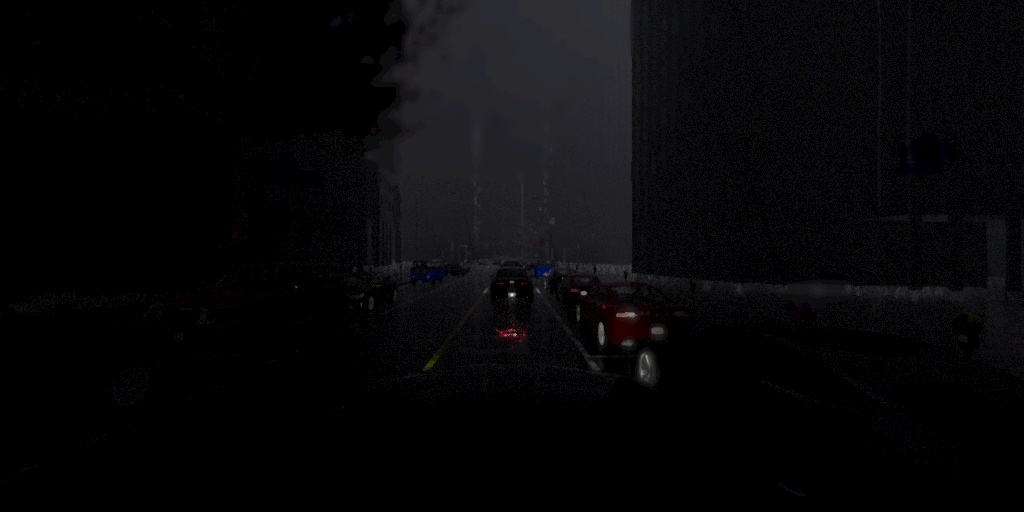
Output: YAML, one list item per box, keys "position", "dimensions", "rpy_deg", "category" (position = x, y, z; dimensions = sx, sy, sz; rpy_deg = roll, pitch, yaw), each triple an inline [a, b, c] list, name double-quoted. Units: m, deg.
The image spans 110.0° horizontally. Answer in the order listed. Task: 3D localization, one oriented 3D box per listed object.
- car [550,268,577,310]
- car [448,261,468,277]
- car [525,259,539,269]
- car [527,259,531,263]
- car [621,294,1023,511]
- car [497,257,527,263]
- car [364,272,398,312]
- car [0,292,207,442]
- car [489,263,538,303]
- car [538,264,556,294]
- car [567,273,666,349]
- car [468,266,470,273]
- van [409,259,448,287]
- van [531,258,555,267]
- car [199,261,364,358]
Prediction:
- position: [2.763, 1.332, 14.414]
  dimensions: [1.802, 1.307, 4.207]
  rpy_deg: [0, 0, 0]
  category: "car"
- position: [-5.762, 1.325, 35.090]
  dimensions: [1.948, 1.339, 4.313]
  rpy_deg: [0, 0, 0]
  category: "car"
- position: [3.140, 1.253, 57.166]
  dimensions: [1.882, 1.535, 5.008]
  rpy_deg: [0, 0, 0]
  category: "car"
- position: [3.149, 1.296, 50.166]
  dimensions: [1.812, 1.442, 4.674]
  rpy_deg: [0, 0, 0]
  category: "car"
- position: [2.763, 1.314, 3.588]
  dimensions: [1.948, 1.339, 4.313]
  rpy_deg: [0, 0, 0]
  category: "car"
- position: [0.000, 1.125, 31.470]
  dimensions: [2.097, 1.767, 4.553]
  rpy_deg: [0, 0, 0]
  category: "car"
- position: [-5.762, 1.300, 13.935]
  dimensions: [2.007, 1.370, 4.403]
  rpy_deg: [0, 0, 0]
  category: "car"
- position: [-5.762, 1.293, 3.357]
  dimensions: [1.888, 1.381, 4.507]
  rpy_deg: [0, 0, 0]
  category: "car"
- position: [0.000, 1.268, 16.499]
  dimensions: [1.837, 1.490, 4.892]
  rpy_deg: [0, 0, 0]
  category: "car"
- position: [2.763, 1.303, 19.827]
  dimensions: [2.007, 1.370, 4.403]
  rpy_deg: [0, 0, 0]
  category: "car"
- position: [2.763, 1.294, 9.001]
  dimensions: [1.888, 1.381, 4.507]
  rpy_deg: [0, 0, 0]
  category: "car"
- position: [-5.762, 1.288, 40.210]
  dimensions: [1.751, 1.417, 4.829]
  rpy_deg: [0, 0, 0]
  category: "car"
- position: [-5.762, 1.095, 24.512]
  dimensions: [1.690, 1.789, 3.998]
  rpy_deg: [0, 0, 0]
  category: "van"
- position: [2.763, 1.098, 30.654]
  dimensions: [1.690, 1.789, 3.998]
  rpy_deg: [0, 0, 0]
  category: "van"
- position: [-5.762, 1.063, 8.646]
  dimensions: [2.192, 1.841, 5.009]
  rpy_deg: [0, 0, 0]
  category: "car"
